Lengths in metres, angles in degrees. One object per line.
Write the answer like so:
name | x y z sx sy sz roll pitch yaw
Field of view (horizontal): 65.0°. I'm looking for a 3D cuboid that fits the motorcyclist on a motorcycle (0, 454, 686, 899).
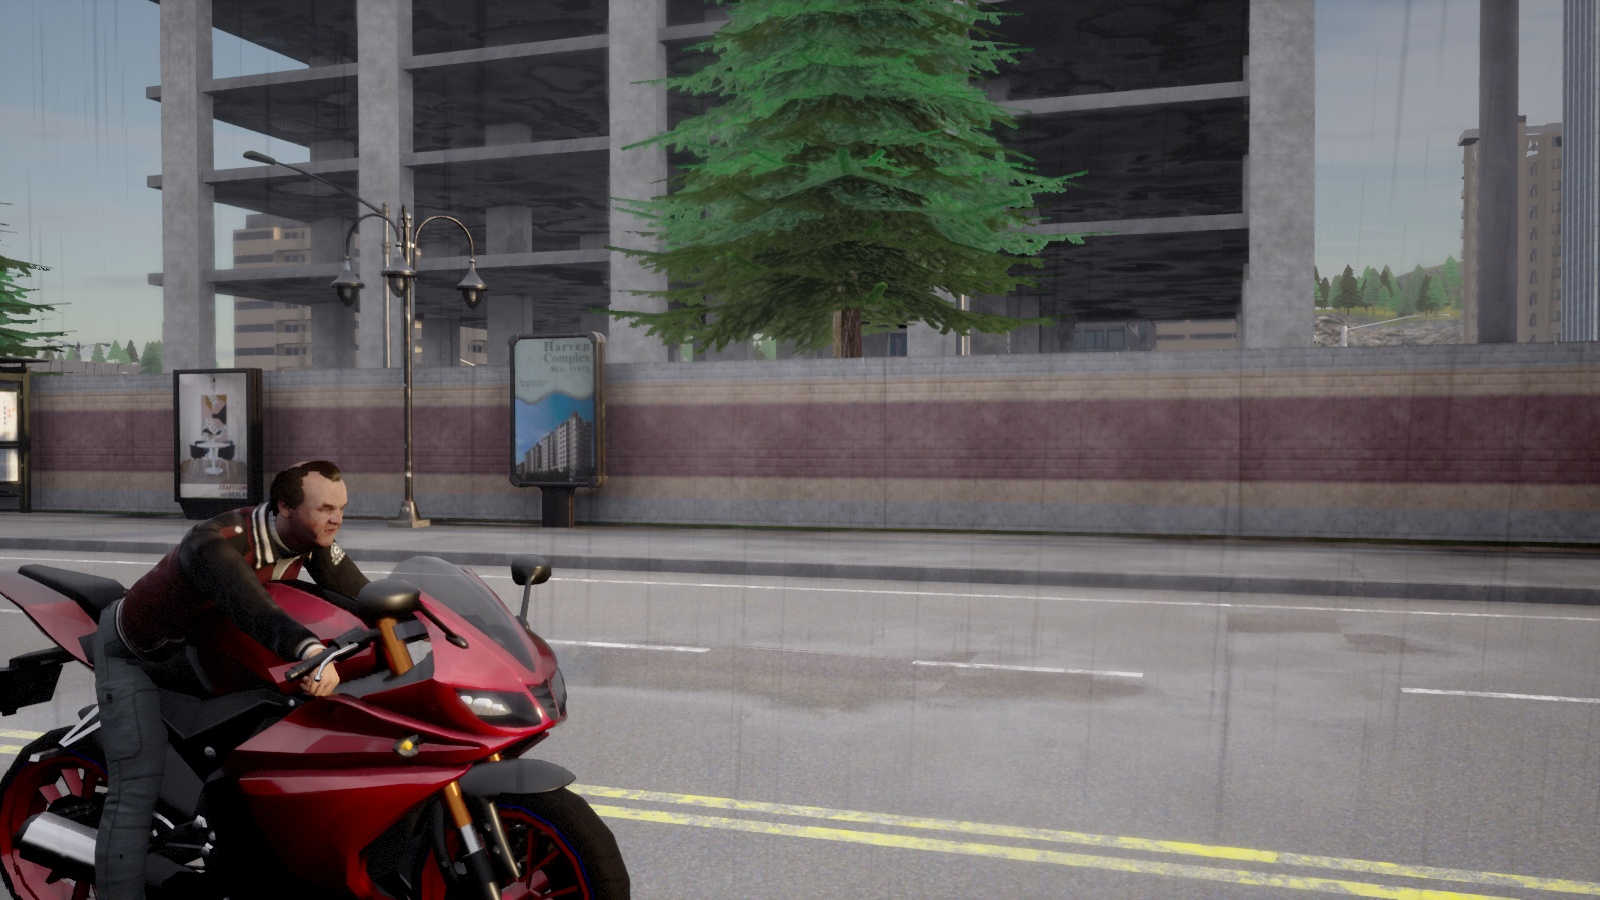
motorcyclist on a motorcycle | -1.520 0.797 3.704 2.191 1.530 0.866 1 1 19
